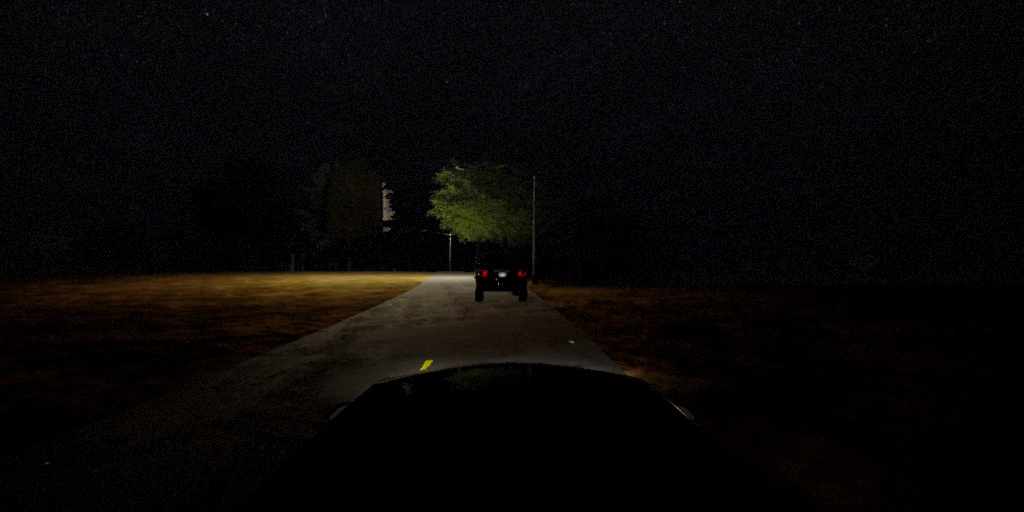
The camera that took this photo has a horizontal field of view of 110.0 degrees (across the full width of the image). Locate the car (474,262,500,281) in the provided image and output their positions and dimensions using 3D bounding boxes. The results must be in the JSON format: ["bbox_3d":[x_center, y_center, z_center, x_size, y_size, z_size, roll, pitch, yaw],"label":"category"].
[{"bbox_3d":[-2.300,1.285,31.686,1.837,1.490,4.892,0,0,-9],"label":"car"}]

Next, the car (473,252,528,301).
[{"bbox_3d":[-0.578,0.935,16.709,2.150,2.045,5.566,0,-2,-4],"label":"car"}]
